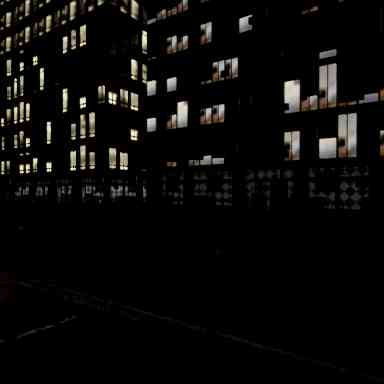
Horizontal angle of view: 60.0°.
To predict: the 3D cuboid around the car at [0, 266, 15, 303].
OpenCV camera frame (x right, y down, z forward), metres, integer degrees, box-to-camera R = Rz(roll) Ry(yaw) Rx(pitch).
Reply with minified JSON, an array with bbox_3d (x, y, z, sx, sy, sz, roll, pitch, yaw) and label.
[{"bbox_3d":[-5.485,1.529,6.796,4.829,1.417,1.752,0,0,36],"label":"car"}]
